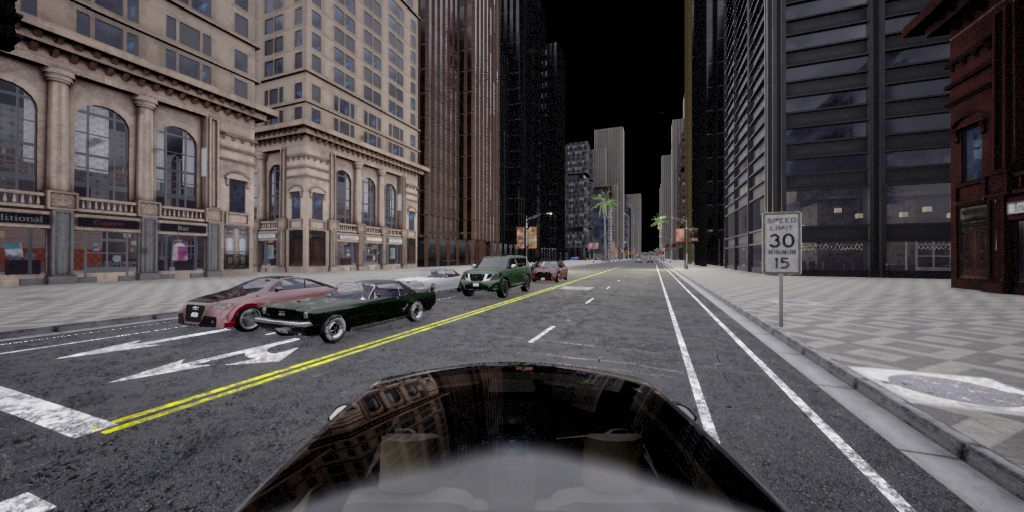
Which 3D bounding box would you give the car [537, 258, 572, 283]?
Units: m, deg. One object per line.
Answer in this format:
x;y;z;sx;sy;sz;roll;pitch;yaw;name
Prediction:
3.075;1.116;28.588;2.097;1.767;4.553;0;0;21;car

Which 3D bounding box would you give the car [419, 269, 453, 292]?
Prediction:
-4.139;1.356;19.136;1.895;1.301;4.718;0;0;22;car

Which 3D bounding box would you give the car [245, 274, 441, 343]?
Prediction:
-4.246;1.352;10.012;1.895;1.301;4.718;0;0;24;car

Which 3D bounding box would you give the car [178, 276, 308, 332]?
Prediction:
-7.352;1.315;10.985;1.994;1.385;4.181;0;0;22;car

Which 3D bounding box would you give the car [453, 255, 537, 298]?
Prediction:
-0.656;0.977;19.090;2.150;2.045;5.566;0;0;21;car

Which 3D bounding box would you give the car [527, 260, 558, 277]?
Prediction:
3.305;1.250;37.879;1.882;1.535;5.008;0;0;22;car
